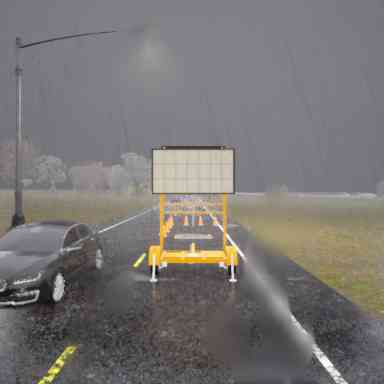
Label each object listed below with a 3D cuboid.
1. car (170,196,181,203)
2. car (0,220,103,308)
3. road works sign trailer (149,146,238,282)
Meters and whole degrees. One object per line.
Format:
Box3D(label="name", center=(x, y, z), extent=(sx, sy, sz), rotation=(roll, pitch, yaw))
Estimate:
Box3D(label="car", center=(-3.251, 1.573, 66.904), extent=(1.994, 1.385, 4.181), rotation=(0, 0, 0))
Box3D(label="car", center=(-3.572, 1.506, 8.147), extent=(1.837, 1.490, 4.892), rotation=(0, 0, 0))
Box3D(label="road works sign trailer", center=(0.035, 0.466, 9.768), extent=(2.380, 3.560, 2.880), rotation=(0, 0, 0))
